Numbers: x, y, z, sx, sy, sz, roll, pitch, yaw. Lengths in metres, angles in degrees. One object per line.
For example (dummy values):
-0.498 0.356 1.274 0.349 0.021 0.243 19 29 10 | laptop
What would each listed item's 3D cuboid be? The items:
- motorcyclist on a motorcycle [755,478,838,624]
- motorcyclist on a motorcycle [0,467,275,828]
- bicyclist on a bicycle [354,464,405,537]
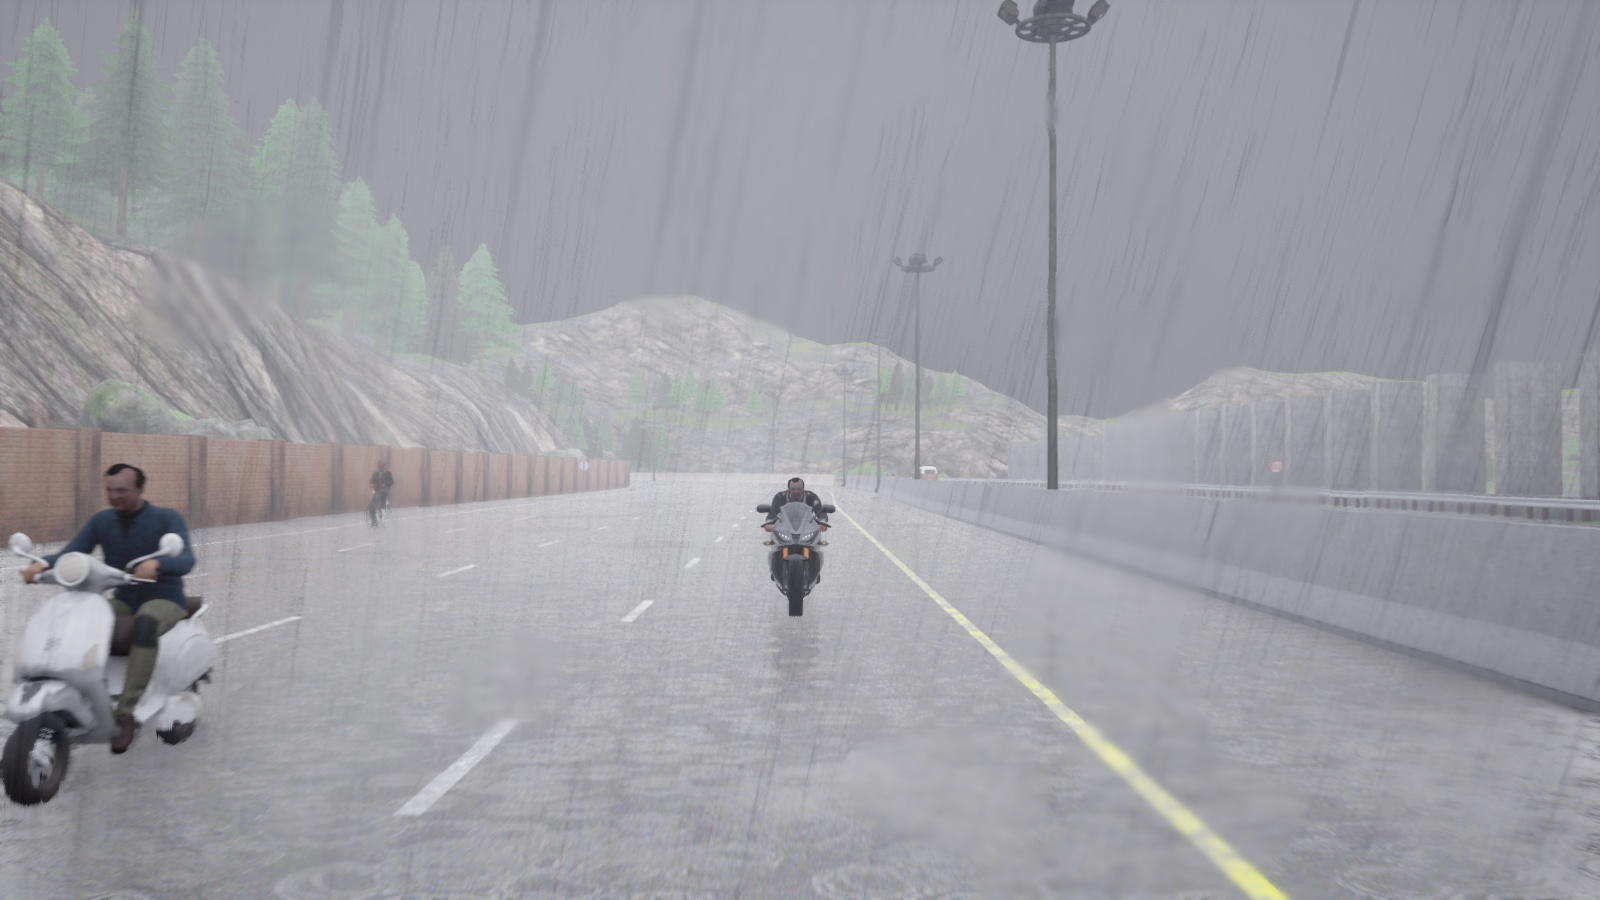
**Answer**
-0.038 1.090 14.375 0.866 1.530 2.191 0 -1 0 | motorcyclist on a motorcycle
-3.518 0.890 6.464 0.866 1.590 1.817 0 -1 0 | motorcyclist on a motorcycle
-10.583 1.258 31.668 0.659 1.776 1.843 0 -1 0 | bicyclist on a bicycle
